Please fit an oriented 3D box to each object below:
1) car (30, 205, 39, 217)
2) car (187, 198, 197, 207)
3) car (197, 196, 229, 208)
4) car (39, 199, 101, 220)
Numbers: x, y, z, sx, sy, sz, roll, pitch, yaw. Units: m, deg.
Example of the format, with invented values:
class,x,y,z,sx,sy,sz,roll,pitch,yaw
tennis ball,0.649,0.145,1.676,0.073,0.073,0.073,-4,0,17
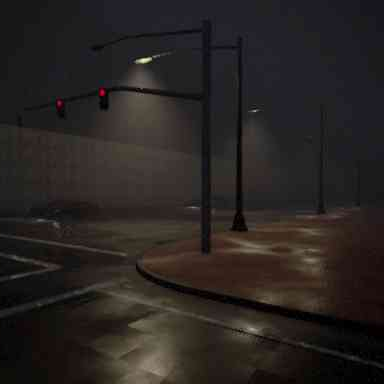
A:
class,x,y,z,sx,sy,sz,roll,pitch,yaw
car,-12.099,1.400,30.234,1.882,1.535,5.008,0,0,35
car,1.117,1.486,48.686,1.994,1.385,4.181,0,0,36
car,3.194,1.285,45.581,2.097,1.767,4.553,0,0,36
car,-9.755,1.458,27.524,1.812,1.442,4.674,0,0,36
